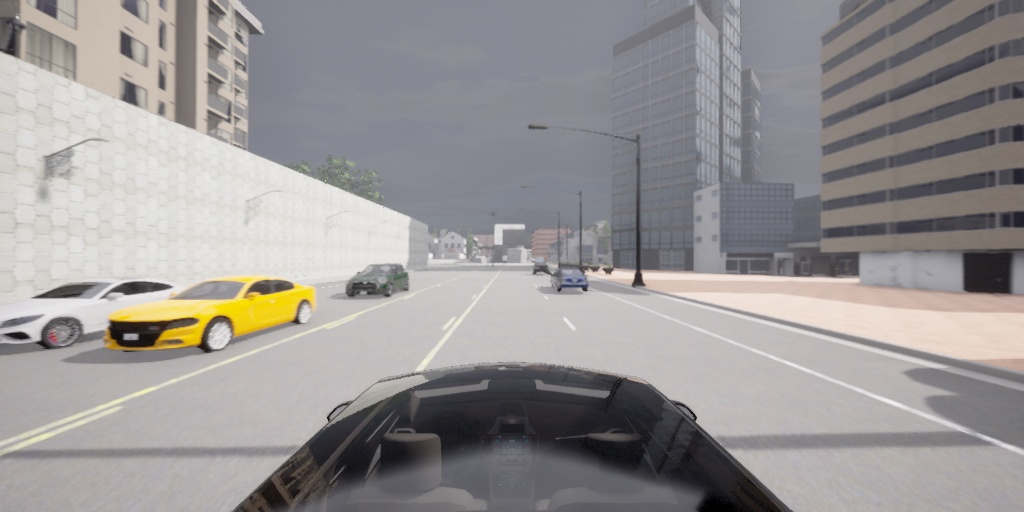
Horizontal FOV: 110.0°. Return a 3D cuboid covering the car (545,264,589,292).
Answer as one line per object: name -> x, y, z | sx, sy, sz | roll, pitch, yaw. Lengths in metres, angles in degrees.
car -> 3.536, 1.431, 22.743 | 2.033, 1.411, 5.357 | 0, 0, 0

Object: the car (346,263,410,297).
car -> -7.068, 1.179, 19.337 | 2.097, 1.767, 4.553 | 0, 0, 0

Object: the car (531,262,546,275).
car -> 3.503, 1.515, 44.633 | 1.837, 1.490, 4.892 | 0, 0, 0

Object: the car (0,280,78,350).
car -> -10.522, 1.283, 9.255 | 1.812, 1.442, 4.674 | 0, -1, 0

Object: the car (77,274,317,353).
car -> -7.023, 1.246, 9.113 | 1.882, 1.535, 5.008 | 0, -1, 0
